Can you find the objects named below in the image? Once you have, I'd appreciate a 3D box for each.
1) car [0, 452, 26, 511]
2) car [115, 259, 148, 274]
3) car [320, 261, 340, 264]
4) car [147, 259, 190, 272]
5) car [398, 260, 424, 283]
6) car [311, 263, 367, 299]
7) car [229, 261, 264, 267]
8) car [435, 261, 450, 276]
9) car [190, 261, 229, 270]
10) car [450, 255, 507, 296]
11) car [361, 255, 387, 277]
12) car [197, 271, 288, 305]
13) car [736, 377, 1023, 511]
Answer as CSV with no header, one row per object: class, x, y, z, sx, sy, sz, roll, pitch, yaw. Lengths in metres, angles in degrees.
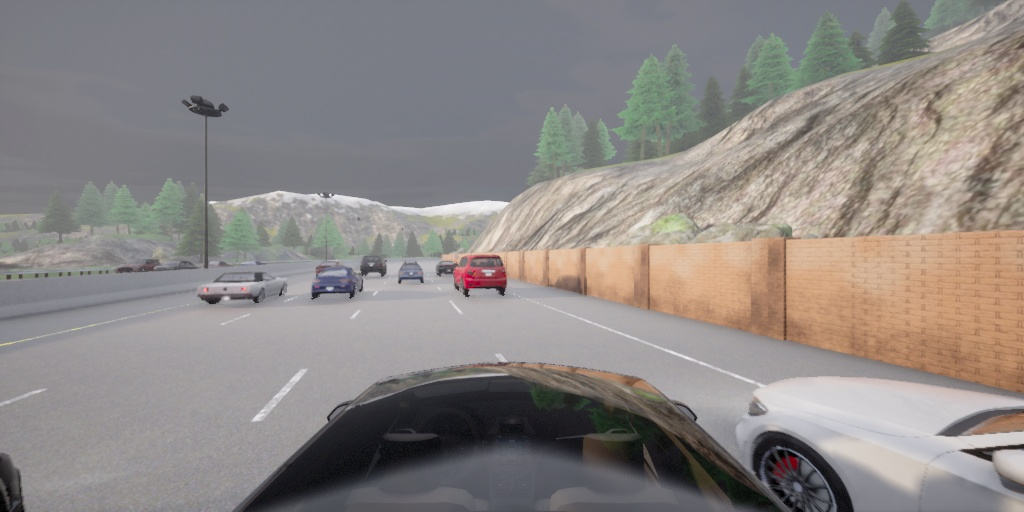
car,-3.743,1.314,0.452,1.994,1.385,4.181,0,0,-15
car,-40.199,1.100,38.805,2.097,1.767,4.553,0,0,-16
car,-16.580,1.226,32.937,1.882,1.535,5.008,0,0,-16
car,-36.653,1.256,39.113,1.837,1.490,4.892,0,-1,-15
car,-7.934,1.295,28.127,2.033,1.411,5.357,0,0,-16
car,-8.735,1.274,18.145,1.812,1.442,4.674,0,0,-16
car,-29.949,1.274,41.136,1.812,1.442,4.674,0,0,-15
car,-6.697,1.224,36.572,1.882,1.535,5.008,0,0,-16
car,-33.312,1.274,40.160,1.812,1.442,4.674,0,0,-15
car,-1.848,0.969,19.520,2.150,2.045,5.566,0,0,-16
car,-13.699,0.965,35.604,2.150,2.045,5.566,0,0,-16
car,-11.809,1.350,16.165,1.895,1.301,4.718,0,0,-16
car,3.289,1.275,1.302,1.812,1.442,4.674,0,0,-15
